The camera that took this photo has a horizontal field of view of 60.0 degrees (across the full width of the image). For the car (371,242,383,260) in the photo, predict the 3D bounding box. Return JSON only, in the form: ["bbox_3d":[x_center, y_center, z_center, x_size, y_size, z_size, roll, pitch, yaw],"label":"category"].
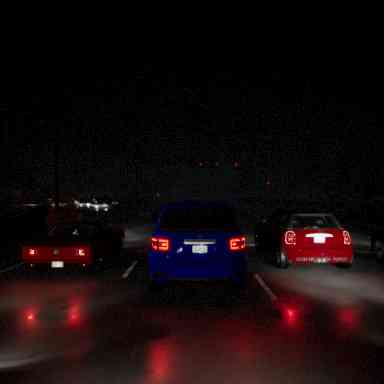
[{"bbox_3d":[3.594,1.490,2.160,2.128,1.511,4.902,0,0,0],"label":"car"}]

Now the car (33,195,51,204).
[{"bbox_3d":[-25.147,1.243,56.331,1.837,1.490,4.892,0,0,0],"label":"car"}]

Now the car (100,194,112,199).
[{"bbox_3d":[-21.977,1.118,84.818,1.994,1.385,4.181,0,0,-1],"label":"car"}]

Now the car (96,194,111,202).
[{"bbox_3d":[-18.218,1.165,68.453,1.837,1.490,4.892,0,0,-1],"label":"car"}]

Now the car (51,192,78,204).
[{"bbox_3d":[-21.656,1.213,56.895,1.882,1.535,5.008,0,0,0],"label":"car"}]

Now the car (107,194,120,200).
[{"bbox_3d":[-18.324,1.205,77.563,1.895,1.301,4.718,0,0,-1],"label":"car"}]

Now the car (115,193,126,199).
[{"bbox_3d":[-18.617,1.093,86.898,2.033,1.411,5.357,0,0,-3],"label":"car"}]

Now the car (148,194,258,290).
[{"bbox_3d":[0.043,1.207,9.202,2.150,2.045,5.566,0,0,-2],"label":"car"}]

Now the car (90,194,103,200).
[{"bbox_3d":[-21.807,1.143,76.116,1.812,1.442,4.674,0,0,-1],"label":"car"}]

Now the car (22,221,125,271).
[{"bbox_3d":[-3.489,1.584,10.839,1.895,1.301,4.718,0,0,0],"label":"car"}]

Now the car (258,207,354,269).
[{"bbox_3d":[3.506,1.334,11.303,2.097,1.767,4.553,0,0,0],"label":"car"}]

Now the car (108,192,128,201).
[{"bbox_3d":[-14.714,1.032,65.963,2.097,1.767,4.553,0,0,0],"label":"car"}]

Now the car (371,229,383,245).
[{"bbox_3d":[7.018,1.477,9.406,2.128,1.511,4.902,0,0,0],"label":"car"}]

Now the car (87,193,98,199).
[{"bbox_3d":[-25.517,1.061,85.488,1.837,1.490,4.892,0,0,-3],"label":"car"}]

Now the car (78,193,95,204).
[{"bbox_3d":[-18.170,1.291,58.319,1.994,1.385,4.181,0,0,0],"label":"car"}]

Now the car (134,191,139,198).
[{"bbox_3d":[-15.004,0.785,85.743,2.150,2.045,5.566,0,0,-3],"label":"car"}]

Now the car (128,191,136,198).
[{"bbox_3d":[-14.797,1.163,75.367,2.033,1.411,5.357,0,0,-1],"label":"car"}]

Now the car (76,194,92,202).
[{"bbox_3d":[-21.704,1.197,67.229,1.812,1.442,4.674,0,0,-1],"label":"car"}]

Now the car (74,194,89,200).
[{"bbox_3d":[-25.311,1.212,76.404,1.895,1.301,4.718,0,0,-1],"label":"car"}]

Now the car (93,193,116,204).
[{"bbox_3d":[-14.660,1.341,56.089,1.895,1.301,4.718,0,0,0],"label":"car"}]
